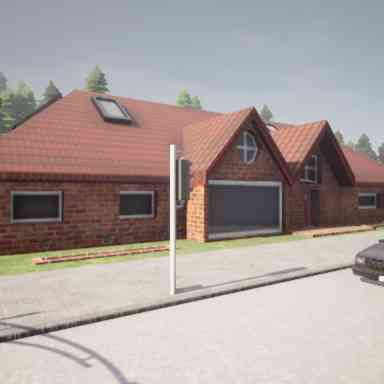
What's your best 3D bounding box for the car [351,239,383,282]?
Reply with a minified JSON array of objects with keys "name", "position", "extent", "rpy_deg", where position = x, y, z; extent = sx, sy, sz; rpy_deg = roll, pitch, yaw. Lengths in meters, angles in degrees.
[{"name":"car","position":[6.520,1.545,8.779],"extent":[5.357,1.411,2.033],"rpy_deg":[0,0,-33]}]
